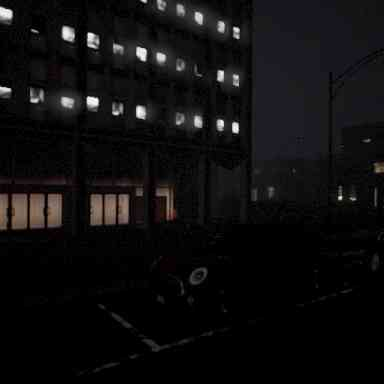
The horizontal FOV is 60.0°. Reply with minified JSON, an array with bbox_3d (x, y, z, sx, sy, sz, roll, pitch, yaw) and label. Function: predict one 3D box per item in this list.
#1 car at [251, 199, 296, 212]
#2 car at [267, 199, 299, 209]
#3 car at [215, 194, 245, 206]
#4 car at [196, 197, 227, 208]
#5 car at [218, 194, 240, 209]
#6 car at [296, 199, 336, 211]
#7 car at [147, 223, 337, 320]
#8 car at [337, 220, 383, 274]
[{"bbox_3d":[8.907,1.534,37.181,2.008,1.369,4.403,1,0,-35],"label":"car"},{"bbox_3d":[12.647,1.619,46.502,1.802,1.307,4.206,1,0,-35],"label":"car"},{"bbox_3d":[6.348,1.308,55.608,2.192,1.841,5.009,1,0,-35],"label":"car"},{"bbox_3d":[2.605,1.489,46.286,2.008,1.369,4.403,1,0,-35],"label":"car"},{"bbox_3d":[5.759,1.275,41.735,2.192,1.841,5.009,1,0,-35],"label":"car"},{"bbox_3d":[15.703,1.585,42.088,1.752,1.417,4.829,1,0,-35],"label":"car"},{"bbox_3d":[1.043,1.459,7.304,4.097,1.590,1.967,0,0,-36],"label":"car"},{"bbox_3d":[5.672,1.591,10.616,4.403,1.369,2.008,0,0,-36],"label":"car"}]
